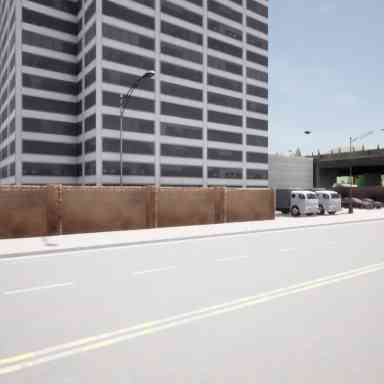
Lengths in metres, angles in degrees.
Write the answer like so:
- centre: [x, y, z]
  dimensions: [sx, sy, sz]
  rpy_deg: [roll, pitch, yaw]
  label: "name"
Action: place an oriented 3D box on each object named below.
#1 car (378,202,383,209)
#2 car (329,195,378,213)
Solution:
- centre: [22.980, 1.508, 44.099]
  dimensions: [1.994, 1.385, 4.181]
  rpy_deg: [0, 0, -36]
  label: "car"
- centre: [20.252, 1.470, 41.897]
  dimensions: [1.812, 1.442, 4.674]
  rpy_deg: [0, 0, -36]
  label: "car"
